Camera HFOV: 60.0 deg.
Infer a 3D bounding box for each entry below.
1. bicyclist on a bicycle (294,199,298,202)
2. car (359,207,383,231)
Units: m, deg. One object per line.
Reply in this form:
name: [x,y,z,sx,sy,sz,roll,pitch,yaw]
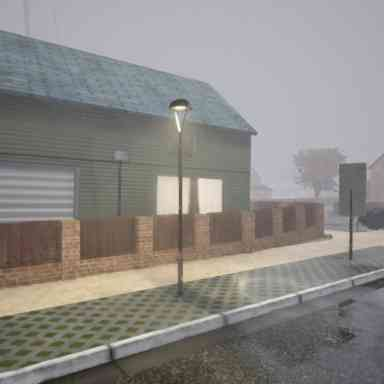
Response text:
bicyclist on a bicycle: [9.734,1.486,31.277,1.656,1.620,0.582,1,-1,-34]
car: [11.855,1.507,18.253,2.128,1.511,4.902,2,-1,-40]
